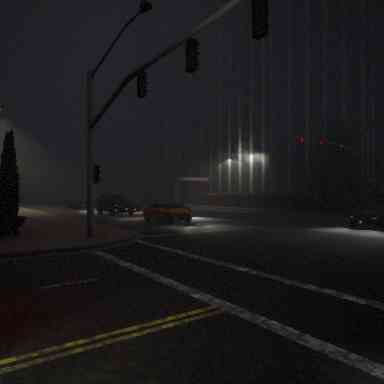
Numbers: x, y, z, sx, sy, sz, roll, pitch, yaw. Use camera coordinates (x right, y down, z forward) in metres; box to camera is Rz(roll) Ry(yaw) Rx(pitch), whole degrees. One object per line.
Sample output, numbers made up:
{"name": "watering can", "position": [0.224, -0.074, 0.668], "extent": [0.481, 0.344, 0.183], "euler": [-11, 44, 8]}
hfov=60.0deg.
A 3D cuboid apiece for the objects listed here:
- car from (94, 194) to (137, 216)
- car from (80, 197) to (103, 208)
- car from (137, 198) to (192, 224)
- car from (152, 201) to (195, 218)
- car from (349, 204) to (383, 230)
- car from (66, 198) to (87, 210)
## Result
{"name": "car", "position": [-7.687, 1.221, 33.019], "extent": [2.150, 2.045, 5.566], "euler": [0, 0, -36]}
{"name": "car", "position": [-14.680, 1.526, 48.646], "extent": [1.812, 1.442, 4.674], "euler": [0, 0, -36]}
{"name": "car", "position": [-1.942, 1.478, 25.116], "extent": [1.882, 1.535, 5.008], "euler": [0, 0, -36]}
{"name": "car", "position": [-1.771, 1.564, 30.829], "extent": [1.994, 1.385, 4.181], "euler": [0, 0, -36]}
{"name": "car", "position": [11.919, 1.525, 21.145], "extent": [4.674, 1.442, 1.812], "euler": [0, 0, -36]}
{"name": "car", "position": [-14.677, 1.490, 42.660], "extent": [2.128, 1.511, 4.902], "euler": [0, 0, -36]}
